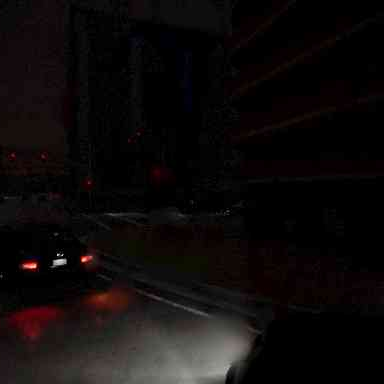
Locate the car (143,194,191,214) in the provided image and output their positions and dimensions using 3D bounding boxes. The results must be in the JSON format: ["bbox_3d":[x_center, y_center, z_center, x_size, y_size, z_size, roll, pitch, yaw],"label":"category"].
[{"bbox_3d":[-2.541,1.277,36.529,5.566,2.045,2.150,0,0,-22],"label":"car"}]

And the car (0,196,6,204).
[{"bbox_3d":[-36.380,1.540,62.786,2.033,1.411,5.357,0,0,-23],"label":"car"}]

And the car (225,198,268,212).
[{"bbox_3d":[6.614,1.560,40.320,4.892,1.490,1.837,0,0,-22],"label":"car"}]

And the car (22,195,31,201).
[{"bbox_3d":[-40.150,1.525,80.691,2.128,1.511,4.902,0,0,-23],"label":"car"}]

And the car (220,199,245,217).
[{"bbox_3d":[5.481,1.581,32.047,4.674,1.442,1.812,0,0,-22],"label":"car"}]

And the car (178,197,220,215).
[{"bbox_3d":[1.448,1.560,34.393,4.892,1.490,1.837,0,0,-22],"label":"car"}]

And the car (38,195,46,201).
[{"bbox_3d":[-37.061,1.540,82.373,2.033,1.411,5.357,0,0,-23],"label":"car"}]

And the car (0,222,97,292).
[{"bbox_3d":[-4.390,1.547,9.074,2.033,1.411,5.357,0,0,-39],"label":"car"}]

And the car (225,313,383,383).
[{"bbox_3d":[2.827,1.547,2.052,5.357,1.411,2.033,0,0,35],"label":"car"}]
